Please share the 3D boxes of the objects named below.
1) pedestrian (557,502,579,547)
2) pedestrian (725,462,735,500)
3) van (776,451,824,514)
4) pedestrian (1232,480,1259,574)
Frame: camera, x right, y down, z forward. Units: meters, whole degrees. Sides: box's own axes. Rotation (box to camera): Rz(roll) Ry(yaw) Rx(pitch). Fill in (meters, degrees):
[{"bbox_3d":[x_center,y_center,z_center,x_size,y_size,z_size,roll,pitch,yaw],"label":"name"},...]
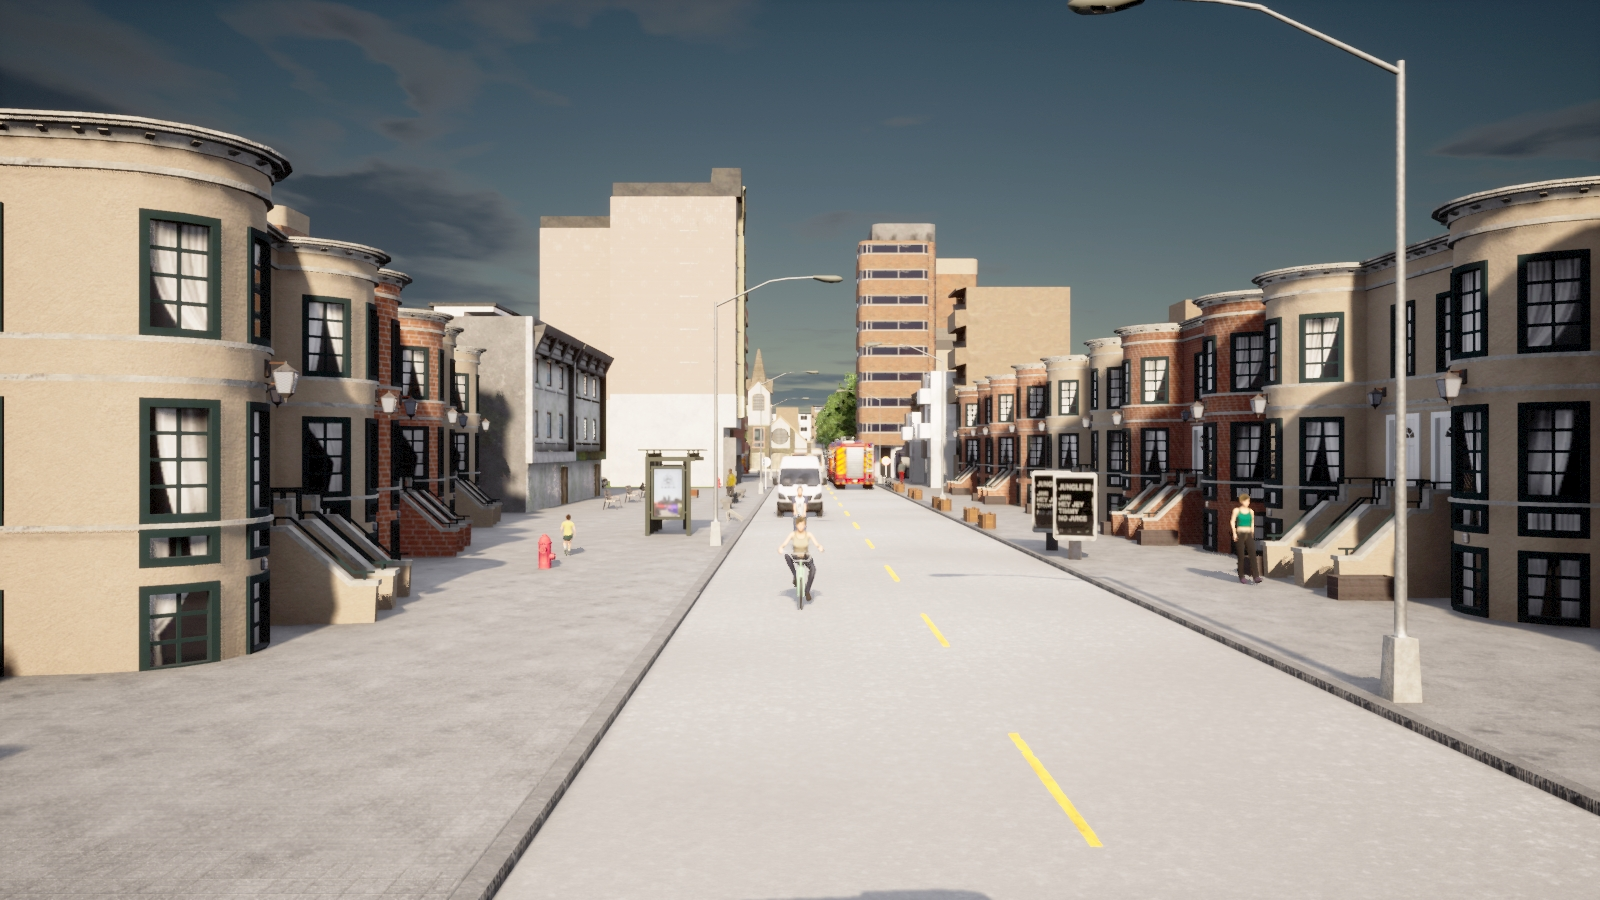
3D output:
[{"bbox_3d":[-5.985,1.917,29.454,0.500,1.100,0.500,0,0,-17],"label":"pedestrian"},{"bbox_3d":[-3.483,1.545,56.936,0.375,1.860,0.375,0,0,18],"label":"pedestrian"},{"bbox_3d":[0.004,1.334,49.709,1.988,2.561,5.915,0,0,0],"label":"van"},{"bbox_3d":[8.943,1.533,22.946,0.375,1.860,0.375,0,0,-3],"label":"pedestrian"}]
